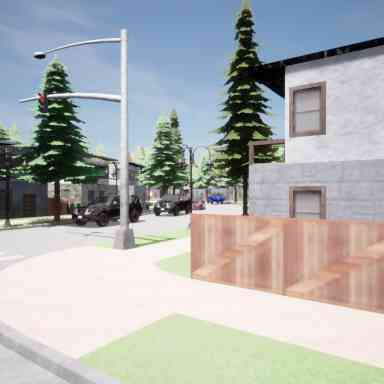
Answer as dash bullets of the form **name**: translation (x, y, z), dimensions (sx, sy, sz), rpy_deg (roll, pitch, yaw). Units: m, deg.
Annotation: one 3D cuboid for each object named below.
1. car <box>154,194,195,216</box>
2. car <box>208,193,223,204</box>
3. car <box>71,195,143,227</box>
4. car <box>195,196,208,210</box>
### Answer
- **car**: translation (-1.800, 1.202, 32.486), dimensions (2.150, 2.045, 5.566), rpy_deg (0, 0, 18)
- **car**: translation (4.188, 1.202, 60.875), dimensions (2.150, 2.045, 5.566), rpy_deg (0, 0, -9)
- **car**: translation (-5.684, 1.202, 23.106), dimensions (2.150, 2.045, 5.566), rpy_deg (0, 0, 27)
- **car**: translation (0.448, 1.333, 42.087), dimensions (2.097, 1.767, 4.553), rpy_deg (0, 0, 9)
